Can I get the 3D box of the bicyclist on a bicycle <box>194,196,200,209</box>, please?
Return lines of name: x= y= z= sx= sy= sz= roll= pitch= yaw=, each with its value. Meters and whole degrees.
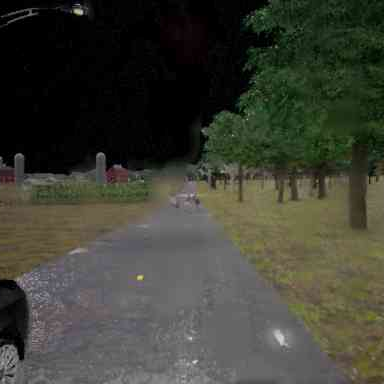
bicyclist on a bicycle: x=0.757 y=1.484 z=41.307 sx=0.582 sy=1.620 sz=1.656 roll=0 pitch=0 yaw=0

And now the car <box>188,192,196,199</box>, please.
car: x=0.002 y=0.830 z=82.853 sx=2.097 sy=1.767 sz=4.553 roll=0 pitch=1 yaw=0

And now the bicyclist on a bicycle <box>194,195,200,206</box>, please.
bicyclist on a bicycle: x=0.737 y=1.359 z=51.991 sx=0.866 sy=1.612 sz=1.509 roll=0 pitch=1 yaw=0

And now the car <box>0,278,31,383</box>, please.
car: x=-2.850 y=1.493 z=2.035 sx=2.128 sy=1.511 sz=4.902 roll=0 pitch=0 yaw=0

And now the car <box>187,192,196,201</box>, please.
car: x=0.002 y=1.211 z=72.749 sx=1.812 sy=1.442 sz=4.674 roll=0 pitch=1 yaw=0

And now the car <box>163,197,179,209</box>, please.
car: x=-2.828 y=1.473 z=45.192 sx=1.882 sy=1.535 sz=5.008 roll=0 pitch=0 yaw=0
